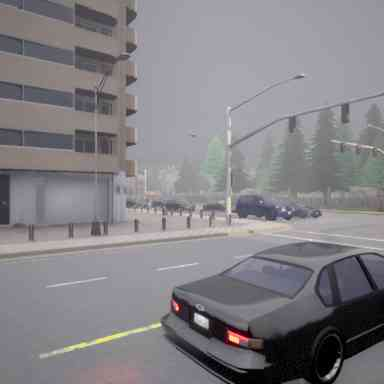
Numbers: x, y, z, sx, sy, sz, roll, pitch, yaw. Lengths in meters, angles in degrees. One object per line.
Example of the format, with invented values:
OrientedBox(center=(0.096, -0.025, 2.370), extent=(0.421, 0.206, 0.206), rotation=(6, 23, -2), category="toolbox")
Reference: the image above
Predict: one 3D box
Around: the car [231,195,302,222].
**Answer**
OrientedBox(center=(6.002, 1.276, 27.769), extent=(2.150, 2.045, 5.566), rotation=(0, 0, -32), category="car")

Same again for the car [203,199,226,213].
OrientedBox(center=(3.138, 1.577, 38.005), extent=(1.812, 1.442, 4.674), rotation=(0, 0, -36), category="car")

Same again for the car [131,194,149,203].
OrientedBox(center=(-10.952, 1.403, 69.855), extent=(2.097, 1.767, 4.553), rotation=(0, 0, -36), category="car")

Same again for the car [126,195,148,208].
OrientedBox(center=(-8.028, 1.558, 47.535), extent=(1.837, 1.490, 4.892), rotation=(0, 0, -36), category="car")

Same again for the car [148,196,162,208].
OrientedBox(center=(-4.033, 1.403, 47.974), extent=(2.097, 1.767, 4.553), rotation=(0, 0, -36), category="car")

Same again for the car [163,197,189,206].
OrientedBox(center=(-2.841, 1.598, 58.625), extent=(2.033, 1.411, 5.357), rotation=(0, 0, -35), category="car")

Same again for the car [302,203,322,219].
OrientedBox(center=(9.297, 1.616, 29.446), extent=(1.994, 1.385, 4.181), rotation=(0, 0, -36), category="car")

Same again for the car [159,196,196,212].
OrientedBox(center=(-1.429, 1.559, 38.353), extent=(1.837, 1.490, 4.892), rotation=(0, 0, -36), category="car")

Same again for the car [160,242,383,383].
OrientedBox(center=(2.162, 1.547, 5.320), extent=(5.357, 1.411, 2.033), rotation=(0, 0, -35), category="car")

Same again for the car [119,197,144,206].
OrientedBox(center=(-10.371, 1.599, 56.850), extent=(2.033, 1.411, 5.357), rotation=(0, 0, -35), category="car")
